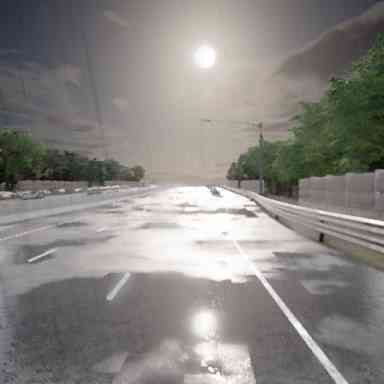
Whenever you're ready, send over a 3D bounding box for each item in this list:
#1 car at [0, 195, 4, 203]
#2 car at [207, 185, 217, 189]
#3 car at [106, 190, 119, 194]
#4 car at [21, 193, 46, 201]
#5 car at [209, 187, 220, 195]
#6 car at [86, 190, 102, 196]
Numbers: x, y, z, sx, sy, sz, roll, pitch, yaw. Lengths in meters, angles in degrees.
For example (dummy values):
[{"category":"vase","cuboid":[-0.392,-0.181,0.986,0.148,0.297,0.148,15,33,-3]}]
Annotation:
[{"category":"car","cuboid":[-26.520,0.928,43.289,2.128,1.511,4.902,0,1,-1]},{"category":"car","cuboid":[6.088,-0.543,94.323,2.033,1.411,5.357,0,2,2]},{"category":"car","cuboid":[-15.888,0.355,66.337,1.812,1.442,4.674,0,2,2]},{"category":"car","cuboid":[-23.476,0.862,49.300,1.994,1.385,4.181,0,1,2]},{"category":"car","cuboid":[5.522,0.052,77.875,1.895,1.301,4.718,0,2,2]},{"category":"car","cuboid":[-19.399,0.386,66.030,2.033,1.411,5.357,0,2,2]}]
